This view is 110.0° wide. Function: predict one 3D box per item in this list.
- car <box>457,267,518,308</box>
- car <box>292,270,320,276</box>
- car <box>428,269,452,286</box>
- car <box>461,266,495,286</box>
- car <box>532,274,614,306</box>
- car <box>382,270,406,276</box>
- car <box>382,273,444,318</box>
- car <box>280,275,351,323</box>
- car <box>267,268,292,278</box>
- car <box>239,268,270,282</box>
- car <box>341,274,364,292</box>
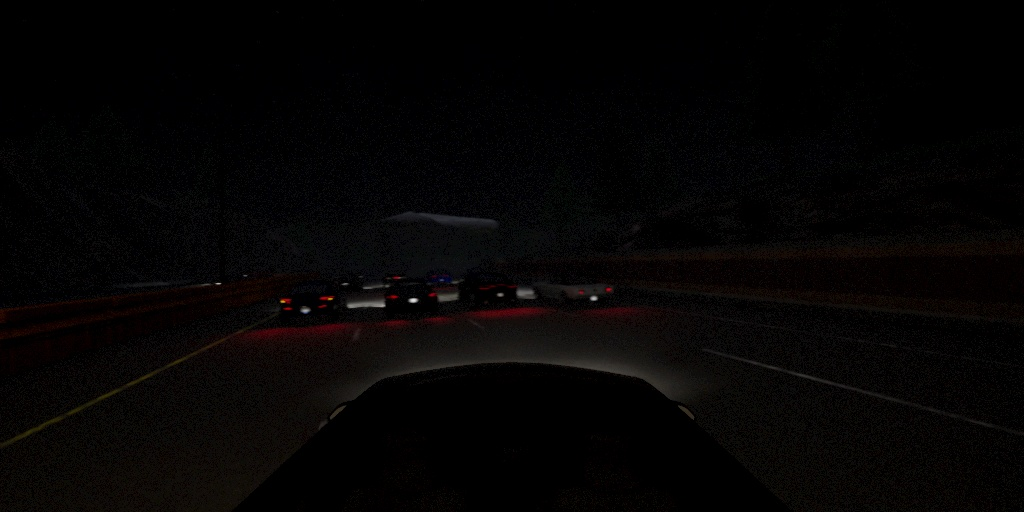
[{"bbox_3d":[-1.315,1.481,17.092,1.882,1.535,5.008,-1,-1,-20],"label":"car"},{"bbox_3d":[-30.187,2.861,53.576,2.128,1.511,4.902,-2,-1,-9],"label":"car"},{"bbox_3d":[-6.448,1.830,31.202,1.882,1.535,5.008,-1,0,-19],"label":"car"},{"bbox_3d":[-3.166,1.750,32.414,1.882,1.535,5.008,-1,0,-19],"label":"car"},{"bbox_3d":[2.575,1.483,16.614,1.895,1.301,4.718,-1,-1,-20],"label":"car"},{"bbox_3d":[-9.346,1.898,28.852,2.128,1.511,4.902,-1,-1,-19],"label":"car"},{"bbox_3d":[-4.256,1.626,14.934,1.994,1.385,4.181,-1,-1,-20],"label":"car"},{"bbox_3d":[-7.717,1.679,14.218,1.812,1.442,4.674,-1,-1,-20],"label":"car"},{"bbox_3d":[-33.701,2.948,53.363,1.882,1.535,5.008,-2,-1,-9],"label":"car"},{"bbox_3d":[-37.231,2.792,53.124,2.150,2.045,5.566,-2,-1,-9],"label":"car"},{"bbox_3d":[-12.711,2.057,27.896,1.994,1.385,4.181,-1,-1,-19],"label":"car"}]
